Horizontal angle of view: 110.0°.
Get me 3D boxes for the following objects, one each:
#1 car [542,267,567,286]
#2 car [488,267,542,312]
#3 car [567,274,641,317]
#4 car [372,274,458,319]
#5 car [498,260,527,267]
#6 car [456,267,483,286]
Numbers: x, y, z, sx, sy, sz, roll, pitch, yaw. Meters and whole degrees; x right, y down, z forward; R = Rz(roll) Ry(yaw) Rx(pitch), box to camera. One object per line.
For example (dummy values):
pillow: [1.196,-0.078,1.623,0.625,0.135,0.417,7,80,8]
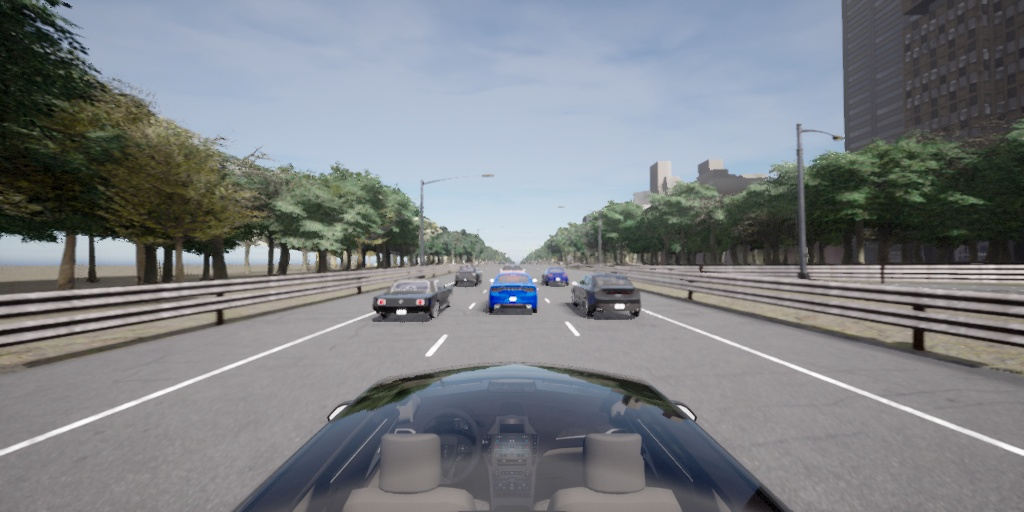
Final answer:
car: [3.557,1.639,29.818,1.812,1.442,4.674,0,0,0]
car: [0.057,1.411,15.314,1.882,1.535,5.008,0,0,1]
car: [3.547,1.424,14.151,1.837,1.490,4.892,0,0,1]
car: [-3.457,1.510,13.520,1.895,1.301,4.718,0,-1,0]
car: [0.052,1.457,29.063,2.097,1.767,4.553,0,-1,0]
car: [-3.449,1.598,29.126,2.128,1.511,4.902,0,-1,1]
